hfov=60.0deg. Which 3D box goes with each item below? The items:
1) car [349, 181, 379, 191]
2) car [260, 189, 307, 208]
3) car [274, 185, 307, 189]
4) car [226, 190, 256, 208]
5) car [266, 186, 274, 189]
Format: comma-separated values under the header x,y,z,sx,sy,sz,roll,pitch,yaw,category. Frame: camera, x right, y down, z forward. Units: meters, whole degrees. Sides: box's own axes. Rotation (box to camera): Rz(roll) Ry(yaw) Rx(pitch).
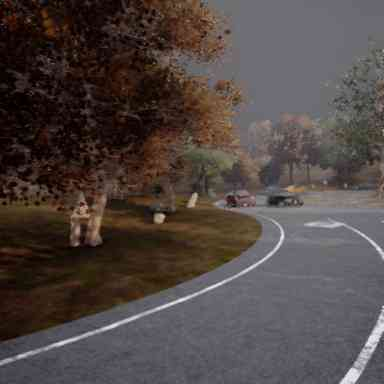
x,y,z,sx,sy,sz,roll,pitch,yaw,category
29.582,-1.045,57.077,4.902,1.511,2.128,-1,2,10,car
8.477,0.680,30.808,1.994,1.385,4.181,-3,2,-15,car
15.449,-0.295,51.019,5.008,1.535,1.882,-4,2,-31,car
4.719,0.559,32.948,2.097,1.767,4.553,-2,2,-6,car
13.032,-0.234,53.133,4.902,1.511,2.128,-4,2,-33,car
